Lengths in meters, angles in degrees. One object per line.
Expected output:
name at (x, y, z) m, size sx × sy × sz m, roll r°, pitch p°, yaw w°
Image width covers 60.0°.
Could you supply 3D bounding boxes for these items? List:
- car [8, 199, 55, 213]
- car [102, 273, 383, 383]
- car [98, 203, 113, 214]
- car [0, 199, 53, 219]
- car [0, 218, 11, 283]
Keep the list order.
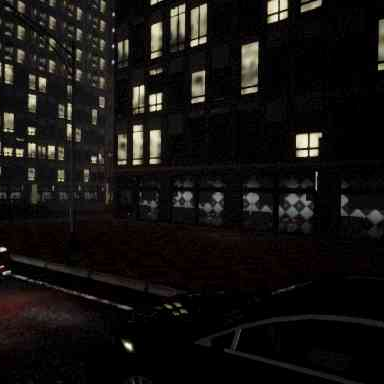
car at (-19.175, 1.642, 39.925) m, size 1.752 × 1.417 × 4.829 m, roll 1°, pitch 0°, yaw 36°
car at (1.315, 1.491, 2.743) m, size 4.902 × 1.511 × 2.128 m, roll 0°, pitch 0°, yaw 35°
car at (-8.879, 1.829, 39.777) m, size 1.752 × 1.417 × 4.829 m, roll 1°, pitch 0°, yaw 36°
car at (-15.663, 1.519, 30.556) m, size 2.192 × 1.841 × 5.009 m, roll 1°, pitch 0°, yaw 36°
car at (-6.367, 1.487, 8.197) m, size 4.902 × 1.511 × 2.128 m, roll 0°, pitch 0°, yaw 36°
